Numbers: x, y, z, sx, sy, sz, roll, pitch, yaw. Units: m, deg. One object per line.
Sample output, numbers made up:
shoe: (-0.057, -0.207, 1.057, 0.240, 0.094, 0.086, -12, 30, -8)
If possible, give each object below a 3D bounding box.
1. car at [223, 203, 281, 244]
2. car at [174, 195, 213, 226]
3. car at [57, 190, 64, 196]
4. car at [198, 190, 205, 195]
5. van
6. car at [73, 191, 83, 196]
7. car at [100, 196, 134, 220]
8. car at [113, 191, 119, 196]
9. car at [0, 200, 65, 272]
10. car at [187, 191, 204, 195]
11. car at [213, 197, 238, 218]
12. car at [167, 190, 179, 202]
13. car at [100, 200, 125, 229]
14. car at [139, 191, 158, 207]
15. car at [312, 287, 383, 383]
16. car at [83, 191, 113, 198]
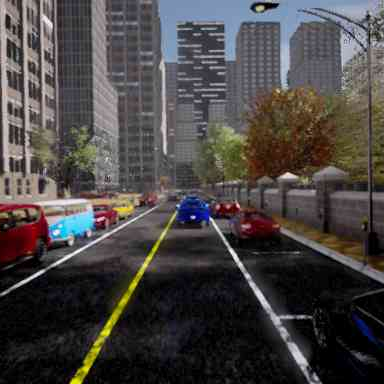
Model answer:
car: (2.556, 1.352, 14.106, 1.802, 1.307, 4.206, -1, 1, 0)
car: (0.057, 1.196, 20.708, 1.882, 1.535, 5.008, -1, 1, 0)
car: (-28.839, 0.459, 71.258, 5.009, 1.841, 2.192, 0, 0, 1)
car: (2.357, 0.345, 85.395, 2.008, 1.369, 4.403, -1, 1, 0)
van: (-5.472, 1.233, 14.174, 1.690, 1.788, 3.998, -1, 1, 0)
car: (-23.312, 0.567, 71.161, 4.097, 1.590, 1.967, 0, 0, 1)
car: (-5.499, 1.269, 25.087, 1.752, 1.417, 4.829, -1, 1, 0)
car: (-17.786, 0.550, 71.065, 4.097, 1.590, 1.967, 0, 0, 1)
car: (-5.457, 1.281, 8.633, 2.192, 1.841, 5.009, -1, 1, 0)
car: (0.001, 0.961, 39.022, 2.128, 1.511, 4.902, -1, 1, 0)
car: (2.523, 1.060, 25.203, 1.967, 1.590, 4.097, -1, 1, 0)
car: (-2.865, 0.893, 52.639, 1.994, 1.385, 4.181, -1, 1, 0)
car: (-5.484, 1.399, 19.717, 1.802, 1.307, 4.206, -1, 1, 0)
car: (-5.405, 0.829, 41.875, 2.192, 1.841, 5.009, -1, 1, 0)
car: (2.587, 1.485, 3.007, 1.947, 1.339, 4.313, -1, 1, 0)
car: (-17.907, 0.800, 63.186, 4.206, 1.307, 1.802, 0, 0, 1)
